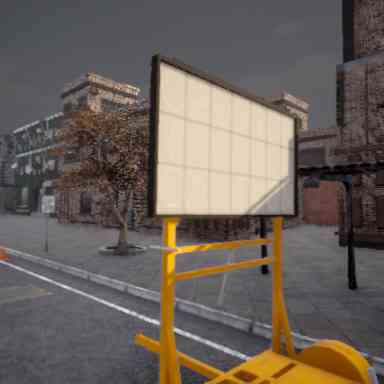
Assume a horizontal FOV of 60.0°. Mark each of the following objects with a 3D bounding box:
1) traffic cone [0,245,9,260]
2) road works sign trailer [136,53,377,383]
[{"bbox_3d":[-7.828,2.510,13.823,0.340,0.580,0.340,-2,-4,44],"label":"traffic cone"},{"bbox_3d":[0.318,0.667,3.603,2.880,3.560,2.380,-2,-4,44],"label":"road works sign trailer"}]
